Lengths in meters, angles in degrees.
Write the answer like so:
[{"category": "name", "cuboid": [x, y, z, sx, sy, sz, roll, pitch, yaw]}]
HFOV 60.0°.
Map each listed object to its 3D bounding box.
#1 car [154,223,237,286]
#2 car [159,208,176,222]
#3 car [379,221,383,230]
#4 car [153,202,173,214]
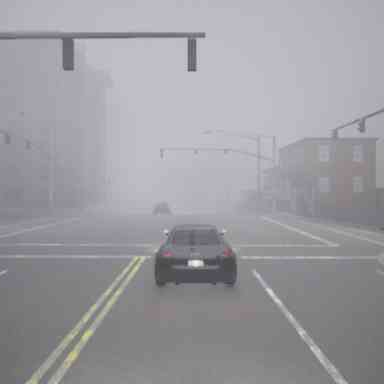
[{"category": "car", "cuboid": [0.087, 1.560, 9.416, 1.994, 1.385, 4.181, 0, 0, 0]}, {"category": "car", "cuboid": [-3.623, 3.532, 50.054, 2.033, 1.411, 5.357, 0, -12, 0]}, {"category": "car", "cuboid": [15.843, 2.551, 23.393, 4.892, 1.490, 1.837, 9, 0, 0]}, {"category": "car", "cuboid": [-3.620, 1.995, 40.255, 1.837, 1.490, 4.892, 0, -5, 0]}]
